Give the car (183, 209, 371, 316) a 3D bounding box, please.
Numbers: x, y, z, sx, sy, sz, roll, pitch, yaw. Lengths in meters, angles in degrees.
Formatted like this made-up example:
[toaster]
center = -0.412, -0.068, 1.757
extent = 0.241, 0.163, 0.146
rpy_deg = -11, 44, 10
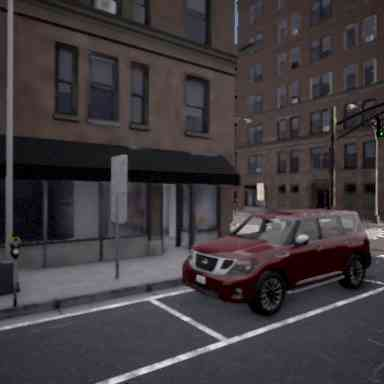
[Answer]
[car]
center = 2.217, 1.353, 7.782
extent = 5.009, 1.841, 2.192
rpy_deg = 0, 0, -36
